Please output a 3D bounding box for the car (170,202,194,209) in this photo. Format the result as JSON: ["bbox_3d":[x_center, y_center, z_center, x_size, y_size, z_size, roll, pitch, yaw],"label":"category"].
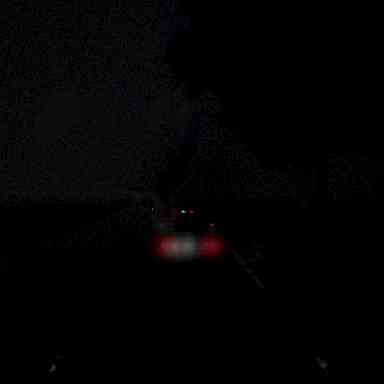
[{"bbox_3d":[-0.782,1.479,26.603,2.033,1.411,5.357,0,0,-3],"label":"car"}]

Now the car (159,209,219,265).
[{"bbox_3d":[-0.137,1.535,11.624,2.033,1.411,5.357,0,0,-1],"label":"car"}]

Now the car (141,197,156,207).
[{"bbox_3d":[-6.066,1.401,46.841,1.994,1.385,4.181,0,0,-6],"label":"car"}]
